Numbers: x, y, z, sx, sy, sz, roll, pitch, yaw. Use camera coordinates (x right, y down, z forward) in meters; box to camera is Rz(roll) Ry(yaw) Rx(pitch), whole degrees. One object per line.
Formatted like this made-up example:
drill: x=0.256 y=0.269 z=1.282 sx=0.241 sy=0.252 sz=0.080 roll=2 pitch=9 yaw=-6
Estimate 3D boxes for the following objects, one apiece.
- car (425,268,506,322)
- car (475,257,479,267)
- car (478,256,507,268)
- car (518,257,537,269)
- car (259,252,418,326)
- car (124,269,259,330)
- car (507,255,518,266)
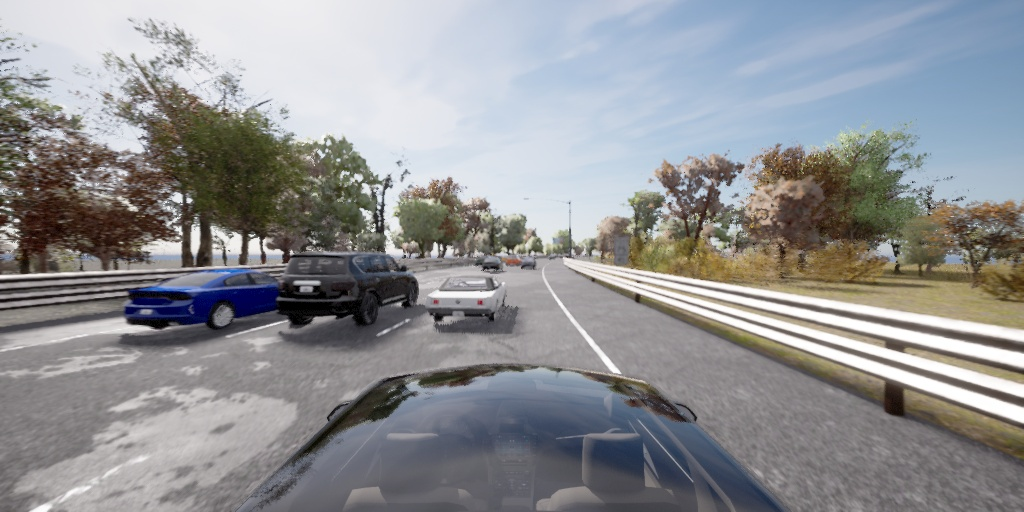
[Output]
car: x=-1.277 y=1.269 z=11.966 sx=1.895 sy=1.301 sz=4.718 roll=0 pitch=0 yaw=4
car: x=-4.028 y=0.705 z=53.595 sx=2.097 sy=1.767 sz=4.553 roll=0 pitch=0 yaw=7
car: x=-2.111 y=0.960 z=40.220 sx=1.837 sy=1.490 sz=4.892 roll=0 pitch=0 yaw=6
car: x=2.377 y=0.953 z=48.503 sx=2.033 sy=1.411 sz=5.357 roll=0 pitch=0 yaw=7
car: x=-4.814 y=0.884 z=11.428 sx=2.150 sy=2.045 sz=5.566 roll=0 pitch=0 yaw=4
car: x=-8.353 y=1.135 z=10.835 sx=1.882 sy=1.535 sz=5.008 roll=0 pitch=0 yaw=4
car: x=0.340 y=0.672 z=59.871 sx=2.097 sy=1.767 sz=4.553 roll=0 pitch=0 yaw=8
